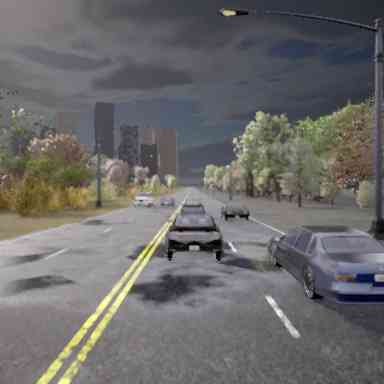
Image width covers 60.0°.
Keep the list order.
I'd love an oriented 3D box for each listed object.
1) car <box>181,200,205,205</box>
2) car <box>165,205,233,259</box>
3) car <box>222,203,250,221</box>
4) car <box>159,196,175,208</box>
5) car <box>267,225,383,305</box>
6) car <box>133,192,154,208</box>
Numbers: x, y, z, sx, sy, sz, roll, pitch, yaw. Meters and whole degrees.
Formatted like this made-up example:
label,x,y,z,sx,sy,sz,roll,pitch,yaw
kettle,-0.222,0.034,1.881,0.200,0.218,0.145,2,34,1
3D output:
label,x,y,z,sx,sy,sz,roll,pitch,yaw
car,0.079,1.413,28.233,2.128,1.511,4.902,0,0,0
car,0.080,1.463,12.392,2.128,1.511,4.902,0,0,0
car,3.326,1.525,26.563,1.895,1.301,4.718,0,0,0
car,-3.342,1.312,45.657,2.128,1.511,4.902,0,0,0
car,3.313,1.525,8.274,2.033,1.411,5.357,0,0,0
car,-6.593,1.043,45.785,2.150,2.045,5.566,0,0,0
